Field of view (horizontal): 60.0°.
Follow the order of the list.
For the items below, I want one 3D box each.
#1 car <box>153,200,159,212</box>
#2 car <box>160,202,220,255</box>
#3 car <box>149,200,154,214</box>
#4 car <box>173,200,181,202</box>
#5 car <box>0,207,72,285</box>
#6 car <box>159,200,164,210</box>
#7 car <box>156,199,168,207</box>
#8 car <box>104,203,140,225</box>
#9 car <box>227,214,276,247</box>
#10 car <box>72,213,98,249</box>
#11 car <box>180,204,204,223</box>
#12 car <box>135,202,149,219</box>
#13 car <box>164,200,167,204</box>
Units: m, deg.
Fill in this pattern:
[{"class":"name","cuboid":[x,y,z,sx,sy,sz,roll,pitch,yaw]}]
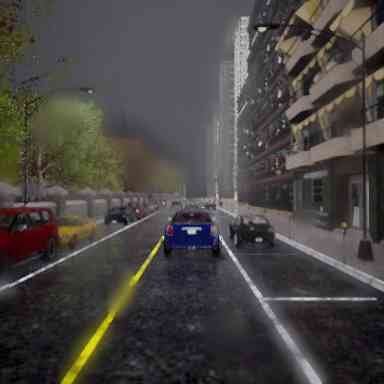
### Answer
[{"class":"car","cuboid":[-5.716,1.937,43.020,1.752,1.417,4.829,0,-1,0]},{"class":"car","cuboid":[-0.006,1.483,14.083,2.097,1.767,4.553,0,-1,0]},{"class":"car","cuboid":[-5.712,1.941,37.651,1.802,1.307,4.206,0,-1,0]},{"class":"car","cuboid":[-3.059,2.239,65.843,1.895,1.301,4.718,0,-1,0]},{"class":"car","cuboid":[-5.693,1.409,9.961,2.192,1.841,5.009,0,-1,0]},{"class":"car","cuboid":[-5.720,1.908,48.730,1.967,1.590,4.097,0,-1,0]},{"class":"car","cuboid":[-5.860,2.179,65.343,1.887,1.381,4.507,0,-1,0]},{"class":"car","cuboid":[-5.705,1.817,26.574,1.947,1.339,4.313,0,-1,0]},{"class":"car","cuboid":[2.682,1.697,15.505,2.008,1.369,4.403,0,-1,0]},{"class":"car","cuboid":[-5.698,1.670,15.328,1.752,1.417,4.829,0,-1,0]},{"class":"car","cuboid":[-0.012,1.842,29.323,1.994,1.385,4.181,0,0,0]},{"class":"car","cuboid":[-5.708,1.745,32.114,1.967,1.590,4.097,0,-1,0]},{"class":"car","cuboid":[-5.805,2.129,59.803,2.008,1.369,4.403,0,-1,0]}]
